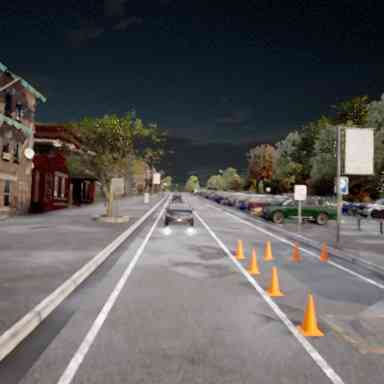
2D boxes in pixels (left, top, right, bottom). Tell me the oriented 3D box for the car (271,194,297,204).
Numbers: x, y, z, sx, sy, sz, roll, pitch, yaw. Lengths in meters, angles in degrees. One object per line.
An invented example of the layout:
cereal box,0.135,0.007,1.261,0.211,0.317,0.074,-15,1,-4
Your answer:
car,18.976,1.455,68.704,4.553,1.767,2.185,2,1,-3

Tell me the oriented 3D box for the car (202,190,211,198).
car,5.602,0.791,73.164,5.566,2.045,2.435,2,1,-3

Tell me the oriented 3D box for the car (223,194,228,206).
car,7.092,1.498,45.171,4.792,1.488,2.163,2,0,-3

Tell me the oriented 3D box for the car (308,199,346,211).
car,19.967,1.909,49.302,4.792,1.488,2.163,2,1,-3

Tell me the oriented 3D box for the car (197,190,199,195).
car,4.751,0.774,89.964,5.008,1.535,2.097,2,1,-3

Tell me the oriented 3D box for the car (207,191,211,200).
car,6.047,1.179,64.772,4.892,1.521,2.231,2,1,-3

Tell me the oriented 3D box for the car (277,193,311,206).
car,19.263,1.418,63.157,5.566,2.045,2.435,2,1,-3

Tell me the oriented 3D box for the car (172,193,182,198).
car,-2.882,0.930,64.607,2.033,1.411,5.357,2,1,-3

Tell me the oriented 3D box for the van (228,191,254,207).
van,7.333,1.274,42.375,4.442,1.987,1.878,2,0,-3

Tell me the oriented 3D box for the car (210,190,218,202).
car,6.467,1.060,56.368,5.566,2.045,2.435,2,1,-3

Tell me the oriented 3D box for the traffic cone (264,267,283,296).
traffic cone,1.852,1.999,7.510,0.340,0.580,0.340,2,0,-3

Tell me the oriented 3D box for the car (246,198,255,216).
car,7.748,1.606,28.361,5.366,1.575,1.946,2,0,-3

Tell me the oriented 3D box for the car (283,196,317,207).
car,19.554,1.716,60.397,5.366,1.575,1.946,2,1,-3

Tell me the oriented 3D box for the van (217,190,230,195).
van,6.754,1.135,53.580,4.442,1.987,1.878,2,1,-3

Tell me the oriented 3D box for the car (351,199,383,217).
car,20.636,1.765,35.432,5.566,2.045,2.435,2,0,-3

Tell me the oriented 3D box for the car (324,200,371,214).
car,20.410,1.946,43.763,5.366,1.575,1.946,2,0,-3

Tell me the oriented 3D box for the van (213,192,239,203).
van,6.322,1.001,61.975,4.442,1.987,1.878,2,1,-3

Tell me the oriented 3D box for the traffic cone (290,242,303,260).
traffic cone,3.644,2.042,11.606,0.340,0.580,0.340,2,0,-3

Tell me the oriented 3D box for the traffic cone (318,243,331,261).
traffic cone,4.640,2.076,11.656,0.340,0.580,0.340,2,0,-3

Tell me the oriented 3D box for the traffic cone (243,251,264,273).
traffic cone,1.751,1.987,9.507,0.340,0.580,0.340,2,0,-3

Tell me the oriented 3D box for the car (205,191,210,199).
car,5.761,1.128,70.371,4.674,1.452,2.002,2,1,-3

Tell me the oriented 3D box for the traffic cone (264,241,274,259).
traffic cone,2.647,2.007,11.555,0.340,0.580,0.340,2,0,-3

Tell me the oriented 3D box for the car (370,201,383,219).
car,20.805,2.040,32.663,5.008,1.535,2.097,2,0,-3

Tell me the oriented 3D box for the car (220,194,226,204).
car,6.915,1.473,47.974,4.674,1.452,2.002,2,1,-3

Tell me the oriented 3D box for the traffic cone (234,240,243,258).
traffic cone,1.650,1.973,11.504,0.340,0.580,0.340,2,0,-3

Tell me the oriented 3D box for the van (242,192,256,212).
van,7.767,1.348,33.974,4.442,1.987,1.878,2,0,-3

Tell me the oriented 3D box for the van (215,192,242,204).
van,6.466,1.046,59.176,4.442,1.987,1.878,2,1,-3

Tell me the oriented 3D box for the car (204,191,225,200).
car,5.306,0.827,78.764,4.553,1.767,2.185,2,1,-3

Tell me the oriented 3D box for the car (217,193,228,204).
car,6.781,1.396,50.773,4.892,1.521,2.231,2,1,-3

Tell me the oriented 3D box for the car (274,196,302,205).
car,19.053,1.653,65.930,4.792,1.488,2.163,2,1,-3

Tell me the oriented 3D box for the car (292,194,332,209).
car,19.691,1.551,54.843,5.566,2.045,2.435,2,1,-3

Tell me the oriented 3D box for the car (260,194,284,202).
car,18.518,1.448,77.019,4.892,1.521,2.231,2,1,-3

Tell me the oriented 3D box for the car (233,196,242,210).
car,7.493,1.547,36.769,5.008,1.535,2.097,2,0,-3

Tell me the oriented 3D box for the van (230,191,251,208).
van,7.244,1.293,39.565,4.442,1.987,1.878,2,0,-3

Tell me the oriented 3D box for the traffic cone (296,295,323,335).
traffic cone,1.953,2.011,5.512,0.340,0.580,0.340,2,0,-3

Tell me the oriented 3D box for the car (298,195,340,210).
car,19.777,1.589,52.067,5.566,2.045,2.435,2,1,-3

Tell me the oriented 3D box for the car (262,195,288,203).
car,18.470,1.482,74.237,5.366,1.575,1.946,2,1,-3

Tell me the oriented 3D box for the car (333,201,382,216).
car,20.364,1.970,40.980,5.008,1.535,2.097,2,0,-3

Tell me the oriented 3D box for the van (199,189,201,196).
van,4.792,0.590,87.156,4.442,1.987,1.878,2,1,-3

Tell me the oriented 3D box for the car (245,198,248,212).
car,7.789,1.633,31.171,4.674,1.452,2.002,2,0,-3

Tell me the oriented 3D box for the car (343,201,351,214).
car,20.507,1.996,38.205,4.892,1.521,2.231,2,0,-3

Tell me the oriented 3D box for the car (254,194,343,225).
car,8.058,1.386,25.568,5.566,2.045,2.435,2,0,-3

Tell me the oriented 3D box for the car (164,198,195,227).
car,-0.837,1.388,22.086,1.812,1.442,4.674,2,0,-3

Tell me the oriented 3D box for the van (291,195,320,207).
van,19.635,1.536,57.620,4.442,1.987,1.878,2,1,-3

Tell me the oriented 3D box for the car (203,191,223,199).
car,5.162,0.782,81.564,4.553,1.767,2.185,2,1,-3

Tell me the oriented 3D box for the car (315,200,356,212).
car,20.052,1.943,46.520,4.792,1.488,2.163,2,1,-3
